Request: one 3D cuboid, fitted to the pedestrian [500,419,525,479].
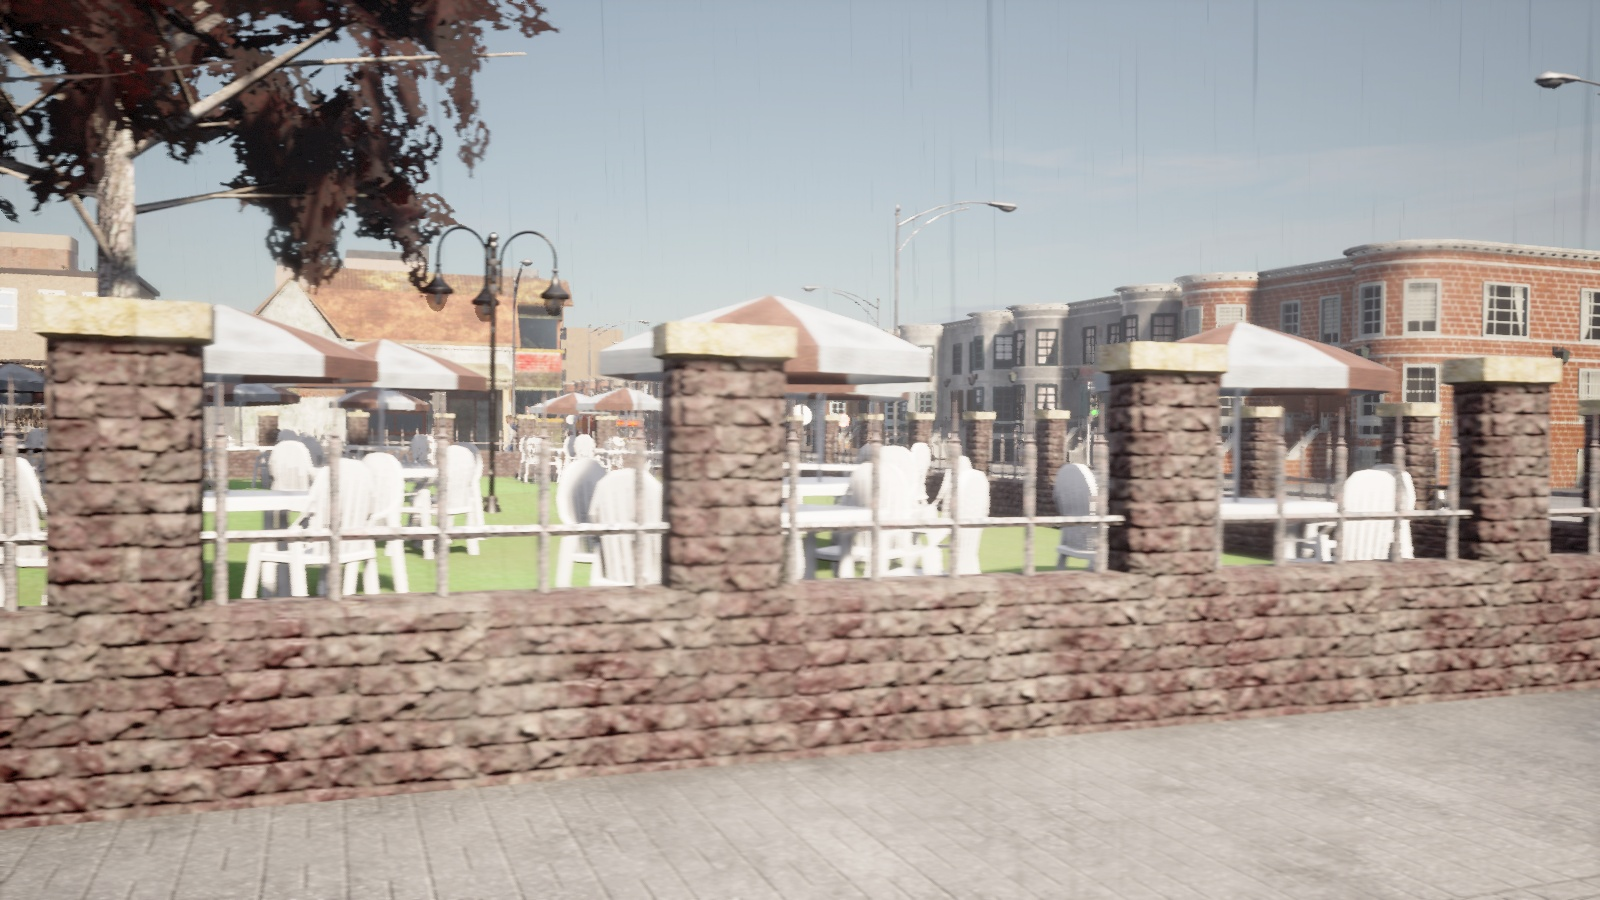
[{"bbox_3d":[-8.860,-0.027,38.701,0.706,1.836,0.354,-1,1,-19],"label":"pedestrian"}]

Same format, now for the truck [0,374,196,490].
[{"bbox_3d":[-23.327,-0.567,39.027,7.936,3.462,2.891,-1,1,-21],"label":"truck"}]

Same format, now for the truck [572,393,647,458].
[{"bbox_3d":[-12.081,-1.520,78.836,2.891,3.827,8.468,-1,1,-21],"label":"truck"}]
